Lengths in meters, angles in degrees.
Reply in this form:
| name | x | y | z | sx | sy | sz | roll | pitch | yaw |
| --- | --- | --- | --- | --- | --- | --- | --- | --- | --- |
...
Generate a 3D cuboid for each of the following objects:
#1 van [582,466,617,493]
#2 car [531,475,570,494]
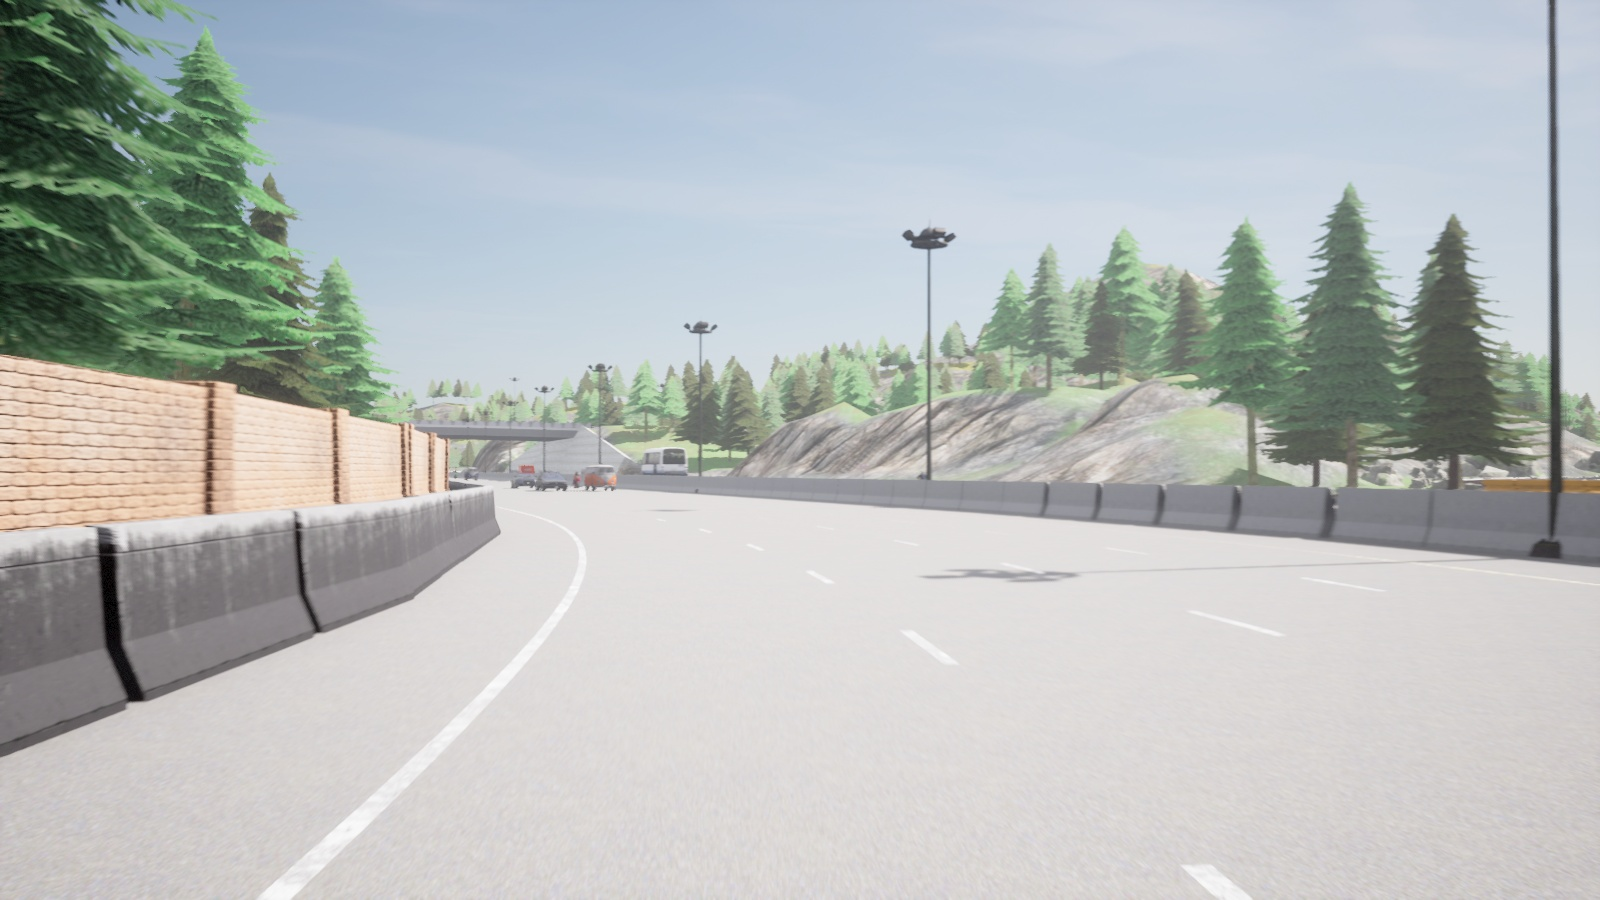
| name | x | y | z | sx | sy | sz | roll | pitch | yaw |
| --- | --- | --- | --- | --- | --- | --- | --- | --- | --- |
| van | -15.246 | 2.261 | 95.392 | 1.775 | 1.987 | 4.442 | 0 | -1 | -20 |
| car | -18.999 | 2.579 | 95.453 | 2.033 | 1.411 | 5.357 | 0 | -1 | -20 |
